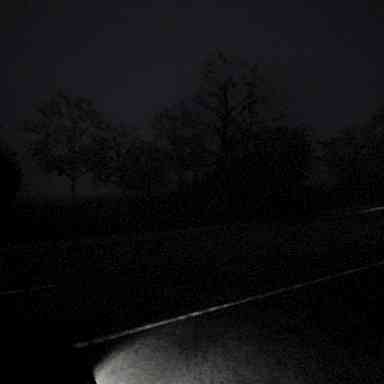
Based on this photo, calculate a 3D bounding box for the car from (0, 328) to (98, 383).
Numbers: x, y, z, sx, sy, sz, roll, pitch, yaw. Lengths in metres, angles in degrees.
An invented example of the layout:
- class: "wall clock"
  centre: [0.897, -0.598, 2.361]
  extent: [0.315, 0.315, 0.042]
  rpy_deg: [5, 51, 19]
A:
- class: "car"
  centre: [-2.611, 1.572, 1.883]
  extent: [4.181, 1.385, 1.994]
  rpy_deg: [0, 0, -36]
